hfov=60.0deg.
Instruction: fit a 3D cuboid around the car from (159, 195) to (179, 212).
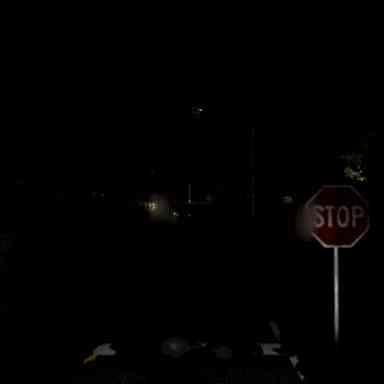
[{"bbox_3d":[-2.730,1.341,40.686,2.150,2.045,5.566,0,0,0],"label":"car"}]
